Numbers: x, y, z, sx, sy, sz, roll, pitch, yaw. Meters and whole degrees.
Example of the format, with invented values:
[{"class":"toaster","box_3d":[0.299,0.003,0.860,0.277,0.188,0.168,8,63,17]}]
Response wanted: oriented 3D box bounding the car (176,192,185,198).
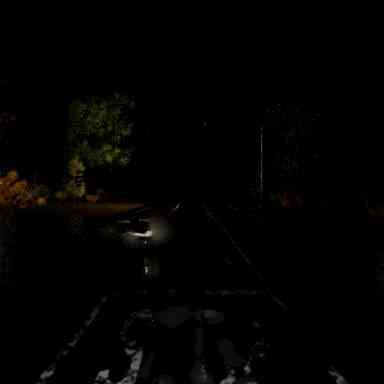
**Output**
[{"class":"car","box_3d":[-2.953,0.810,85.948,1.837,1.490,4.892,0,0,6]}]
